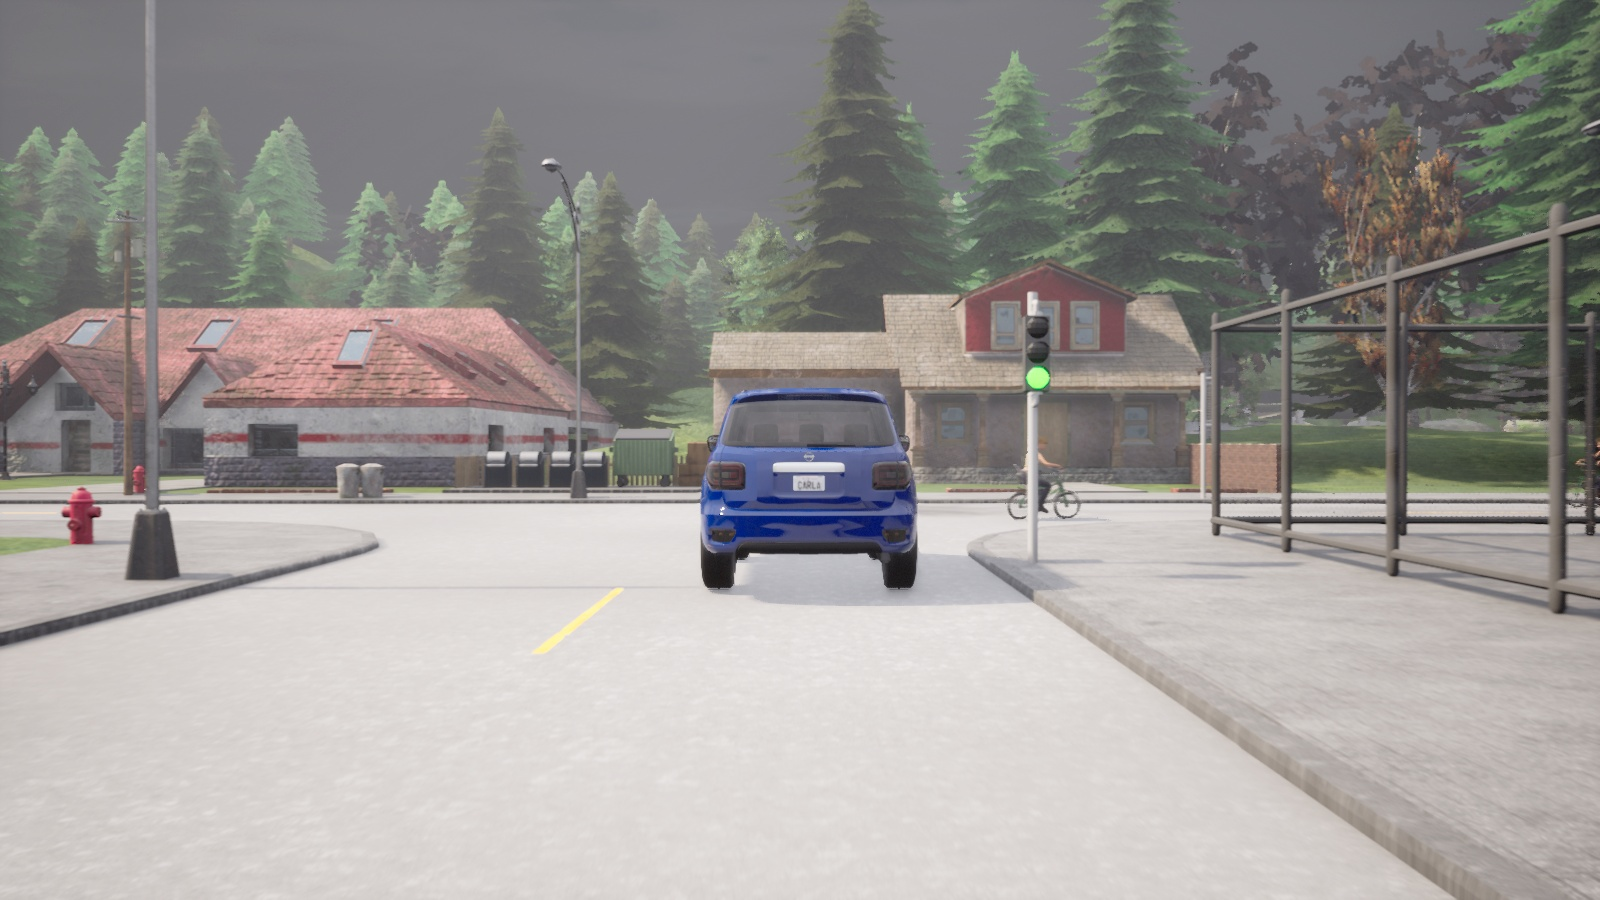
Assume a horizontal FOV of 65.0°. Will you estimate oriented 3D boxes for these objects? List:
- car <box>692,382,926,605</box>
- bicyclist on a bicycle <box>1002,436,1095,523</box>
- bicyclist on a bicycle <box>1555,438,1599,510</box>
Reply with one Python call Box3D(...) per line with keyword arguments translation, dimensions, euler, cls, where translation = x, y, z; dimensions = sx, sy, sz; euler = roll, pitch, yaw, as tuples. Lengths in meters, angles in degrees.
Box3D(translation=(0.097, 0.384, 14.288), dimensions=(2.150, 2.045, 5.566), euler=(0, 0, 0), cls="car")
Box3D(translation=(4.755, 0.550, 24.071), dimensions=(1.509, 1.612, 0.866), euler=(0, 3, -13), cls="bicyclist on a bicycle")
Box3D(translation=(18.158, 0.535, 28.525), dimensions=(1.509, 1.612, 0.866), euler=(0, 0, 0), cls="bicyclist on a bicycle")
